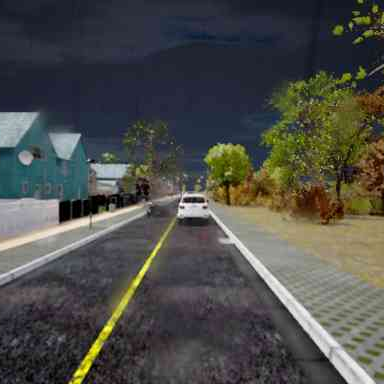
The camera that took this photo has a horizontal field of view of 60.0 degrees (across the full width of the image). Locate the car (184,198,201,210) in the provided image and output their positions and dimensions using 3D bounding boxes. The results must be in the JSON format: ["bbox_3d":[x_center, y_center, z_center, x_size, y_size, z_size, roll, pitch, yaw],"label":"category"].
[{"bbox_3d":[0.095,1.484,42.524,2.033,1.411,5.357,0,0,0],"label":"car"}]

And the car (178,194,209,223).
[{"bbox_3d":[0.105,1.185,24.997,2.150,2.045,5.566,0,0,0],"label":"car"}]

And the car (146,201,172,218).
[{"bbox_3d":[-2.807,1.520,29.342,1.994,1.385,4.181,0,0,0],"label":"car"}]
